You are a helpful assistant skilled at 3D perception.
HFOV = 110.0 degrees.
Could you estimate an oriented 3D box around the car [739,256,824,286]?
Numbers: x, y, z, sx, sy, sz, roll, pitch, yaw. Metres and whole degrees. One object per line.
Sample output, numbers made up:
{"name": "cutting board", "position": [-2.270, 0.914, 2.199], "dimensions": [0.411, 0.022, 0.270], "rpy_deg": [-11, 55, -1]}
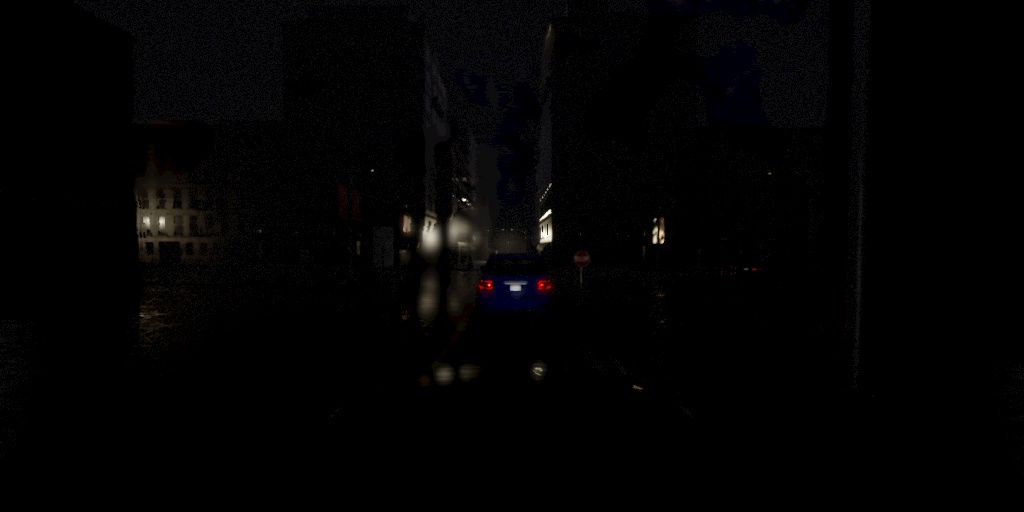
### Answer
{"name": "car", "position": [19.749, 1.035, 26.193], "dimensions": [5.566, 2.045, 2.150], "rpy_deg": [0, 2, -1]}

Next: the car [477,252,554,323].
{"name": "car", "position": [0.097, 0.923, 12.069], "dimensions": [2.150, 2.045, 5.566], "rpy_deg": [0, 0, 0]}
